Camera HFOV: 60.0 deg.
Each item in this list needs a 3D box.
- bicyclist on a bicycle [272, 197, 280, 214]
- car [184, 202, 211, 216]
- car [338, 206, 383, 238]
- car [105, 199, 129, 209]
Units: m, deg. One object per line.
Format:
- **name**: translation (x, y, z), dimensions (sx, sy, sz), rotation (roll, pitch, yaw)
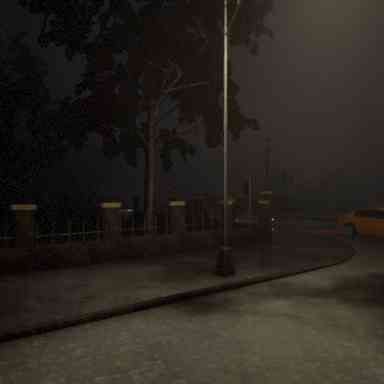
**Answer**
- **bicyclist on a bicycle**: translation (8.113, 1.338, 32.612), dimensions (1.656, 1.620, 0.582), rotation (0, 0, -36)
- **car**: translation (-0.184, 1.557, 29.789), dimensions (1.994, 1.385, 4.181), rotation (0, 0, -35)
- **car**: translation (9.148, 1.471, 15.474), dimensions (1.882, 1.535, 5.008), rotation (1, 0, -20)
- **car**: translation (-9.804, 1.557, 43.404), dimensions (1.994, 1.385, 4.181), rotation (0, 0, -36)
